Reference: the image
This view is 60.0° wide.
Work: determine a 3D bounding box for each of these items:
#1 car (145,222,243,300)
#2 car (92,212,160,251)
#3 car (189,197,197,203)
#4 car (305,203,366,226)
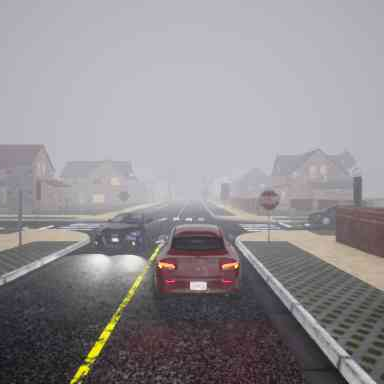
[{"bbox_3d":[0.124,1.526,8.294,1.812,1.442,4.674,0,0,0],"label":"car"},{"bbox_3d":[-2.561,1.567,14.124,1.994,1.385,4.181,0,0,8],"label":"car"},{"bbox_3d":[0.182,1.807,75.308,2.033,1.411,5.357,0,0,0],"label":"car"},{"bbox_3d":[10.525,1.579,23.398,4.892,1.490,1.837,0,0,0],"label":"car"}]
